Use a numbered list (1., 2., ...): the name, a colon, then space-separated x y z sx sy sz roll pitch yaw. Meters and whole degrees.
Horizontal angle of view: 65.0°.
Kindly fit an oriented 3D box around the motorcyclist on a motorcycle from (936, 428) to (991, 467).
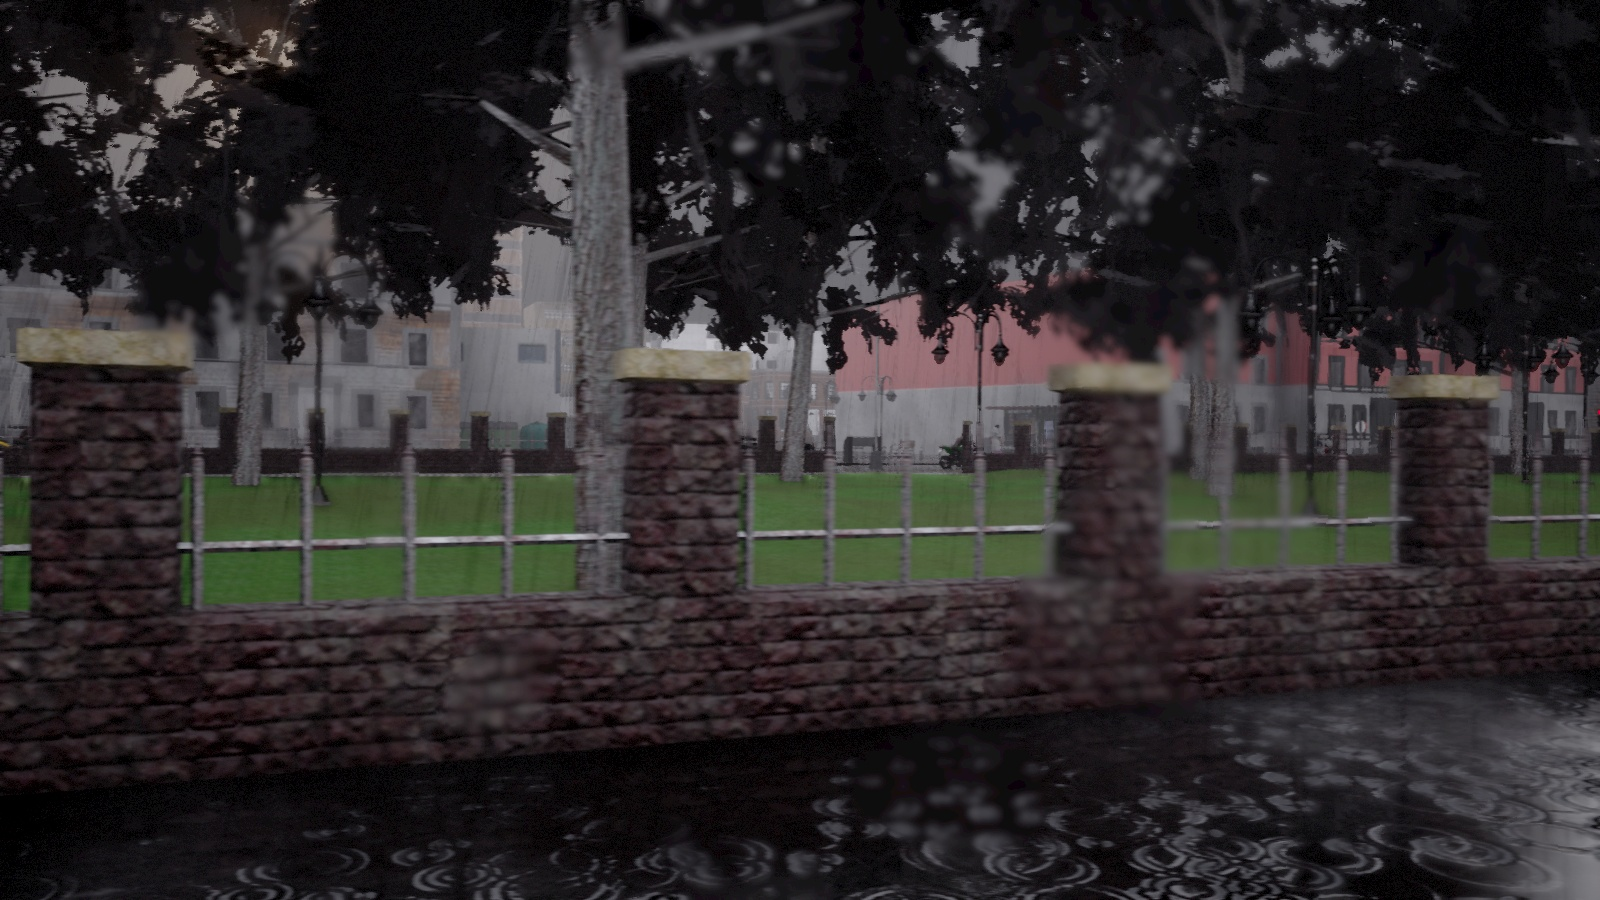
1. motorcyclist on a motorcycle: 6.557 -0.110 50.428 2.044 1.523 0.797 -2 1 -21

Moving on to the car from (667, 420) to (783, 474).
1. car: -2.809 -0.137 46.871 3.866 1.878 1.905 -1 1 -21

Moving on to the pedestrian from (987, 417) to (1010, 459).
1. pedestrian: 9.522 -0.579 60.294 0.873 1.952 0.659 -1 1 -11
